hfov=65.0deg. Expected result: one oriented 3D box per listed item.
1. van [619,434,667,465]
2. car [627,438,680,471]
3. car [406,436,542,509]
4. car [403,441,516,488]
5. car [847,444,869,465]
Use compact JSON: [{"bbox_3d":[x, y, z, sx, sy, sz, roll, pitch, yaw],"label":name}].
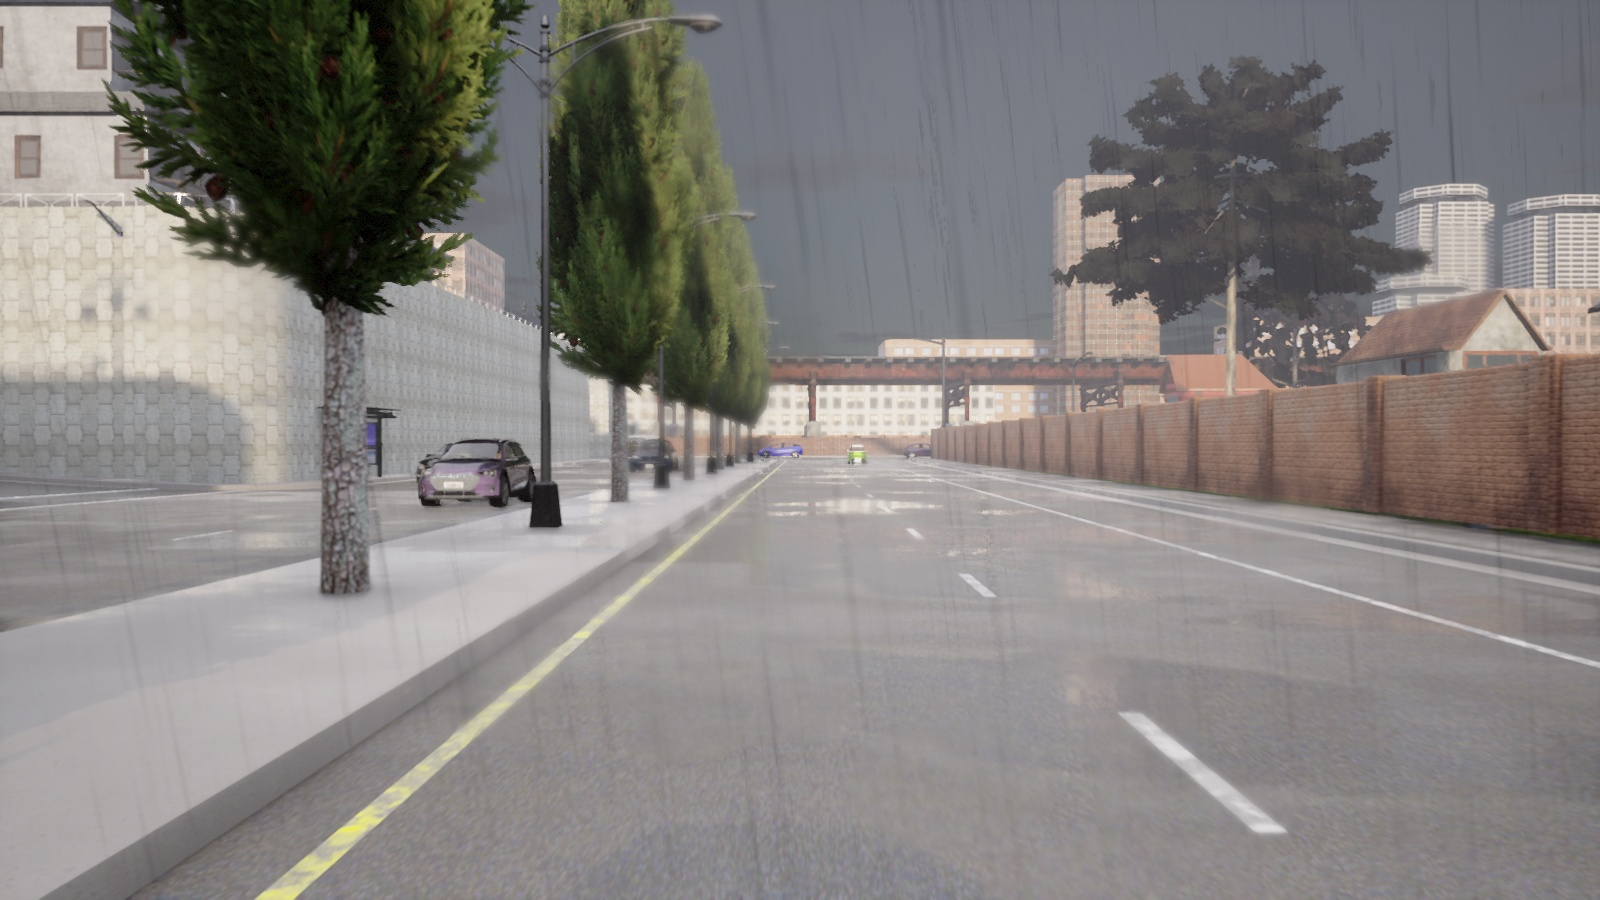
[{"bbox_3d":[-10.723,-0.024,86.101,2.069,2.038,4.480,0,0,10],"label":"van"},{"bbox_3d":[-7.610,0.215,65.617,2.242,1.667,4.611,0,0,0],"label":"car"},{"bbox_3d":[-7.810,0.492,30.624,2.033,1.649,4.856,0,0,0],"label":"car"},{"bbox_3d":[-11.471,0.453,42.675,2.128,1.511,4.902,0,0,5],"label":"car"},{"bbox_3d":[4.003,0.314,87.107,1.481,1.376,2.207,0,1,0],"label":"car"}]
